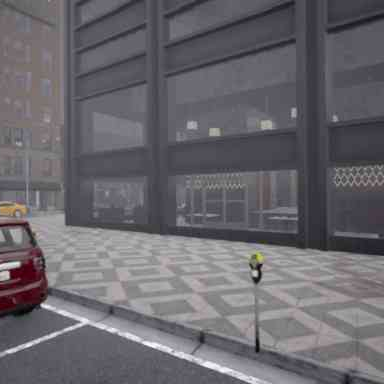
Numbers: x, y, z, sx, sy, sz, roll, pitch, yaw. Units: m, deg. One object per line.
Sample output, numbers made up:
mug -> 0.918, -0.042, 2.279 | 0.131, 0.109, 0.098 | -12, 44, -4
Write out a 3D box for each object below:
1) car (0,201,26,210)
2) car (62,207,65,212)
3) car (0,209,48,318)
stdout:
car -> -18.234, 1.663, 31.174 | 1.882, 1.535, 5.008 | -1, -1, 36
car -> -12.461, 1.815, 39.157 | 2.033, 1.411, 5.357 | -1, -1, 35
car -> -4.743, 1.321, 6.249 | 5.009, 1.841, 2.192 | 0, -1, 36
